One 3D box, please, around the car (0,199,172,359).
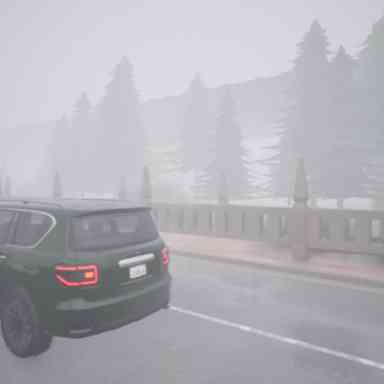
[{"bbox_3d":[-2.912,1.133,6.094,5.566,2.045,2.150,1,1,36],"label":"car"}]
